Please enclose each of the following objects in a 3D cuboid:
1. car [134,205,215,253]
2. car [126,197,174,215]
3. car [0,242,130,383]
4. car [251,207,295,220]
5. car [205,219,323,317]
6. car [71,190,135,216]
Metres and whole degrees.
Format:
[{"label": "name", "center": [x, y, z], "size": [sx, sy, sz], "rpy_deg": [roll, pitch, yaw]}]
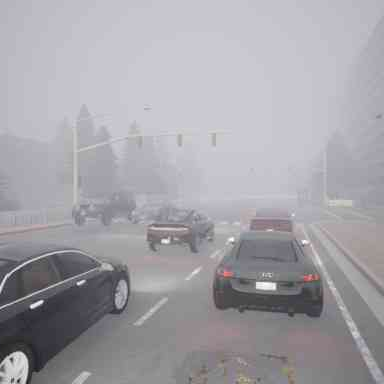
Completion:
[{"label": "car", "center": [-0.296, 1.492, 13.836], "size": [2.128, 1.511, 4.902], "rpy_deg": [0, 0, 15]}, {"label": "car", "center": [-2.139, 1.178, 20.908], "size": [1.812, 1.442, 4.674], "rpy_deg": [0, 0, 16]}, {"label": "car", "center": [-2.449, 1.505, 4.864], "size": [1.837, 1.490, 4.892], "rpy_deg": [0, 0, 10]}, {"label": "car", "center": [3.968, 1.478, 16.263], "size": [1.882, 1.535, 5.008], "rpy_deg": [0, 0, 17]}, {"label": "car", "center": [1.718, 1.564, 7.599], "size": [1.994, 1.385, 4.181], "rpy_deg": [0, 0, 13]}, {"label": "car", "center": [-5.519, 0.879, 21.816], "size": [2.150, 2.045, 5.566], "rpy_deg": [0, 0, 16]}]
